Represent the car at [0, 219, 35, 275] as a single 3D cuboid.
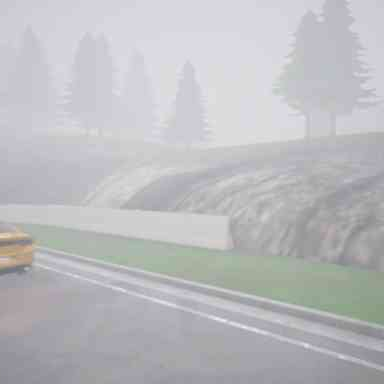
[{"bbox_3d":[-6.225,1.397,9.154,5.008,1.535,1.882,1,0,39],"label":"car"}]
